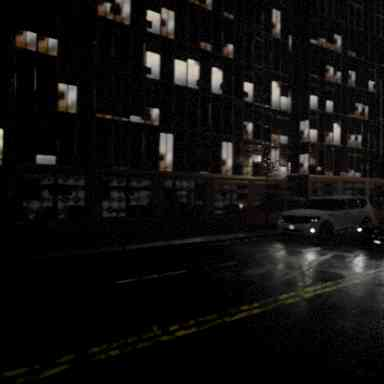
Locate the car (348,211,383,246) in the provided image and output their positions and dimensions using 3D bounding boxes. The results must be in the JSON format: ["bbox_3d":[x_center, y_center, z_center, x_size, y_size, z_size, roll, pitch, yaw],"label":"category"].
[{"bbox_3d":[8.840,1.572,13.813,4.718,1.301,1.895,0,0,-34],"label":"car"}]

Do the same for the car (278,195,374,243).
[{"bbox_3d":[6.704,1.193,16.304,5.566,2.045,2.150,0,0,-34],"label":"car"}]
